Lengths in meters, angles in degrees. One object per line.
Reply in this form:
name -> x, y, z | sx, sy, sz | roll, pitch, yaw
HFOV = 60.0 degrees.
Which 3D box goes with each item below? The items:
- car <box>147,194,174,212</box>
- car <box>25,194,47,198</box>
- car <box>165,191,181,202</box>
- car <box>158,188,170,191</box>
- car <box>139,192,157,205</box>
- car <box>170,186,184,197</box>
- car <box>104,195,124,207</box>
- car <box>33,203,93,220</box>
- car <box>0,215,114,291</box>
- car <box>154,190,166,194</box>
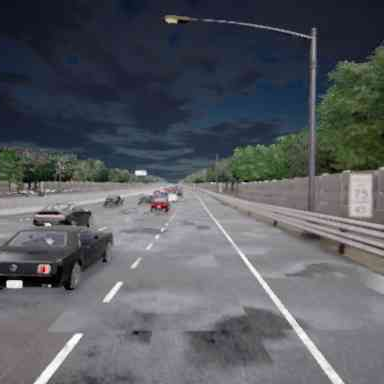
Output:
car -> -3.410, 1.340, 36.764 | 1.882, 1.535, 5.008 | 1, 0, 0
car -> -20.919, 1.052, 44.655 | 1.837, 1.490, 4.892 | 1, 0, 0
car -> -3.474, 1.036, 59.947 | 1.812, 1.442, 4.674 | 1, 1, 0
car -> -7.156, 0.385, 84.730 | 1.882, 1.535, 5.008 | 1, 1, -1
car -> -6.937, 1.144, 51.132 | 1.837, 1.490, 4.892 | 1, 1, 0
car -> -3.622, 0.253, 81.567 | 2.150, 2.045, 5.566 | 1, 1, -1
car -> -10.419, 1.189, 44.722 | 1.837, 1.490, 4.892 | 1, 1, 0
car -> -6.935, 1.358, 18.347 | 2.128, 1.511, 4.902 | 1, 0, 0
car -> -3.476, 1.535, 8.788 | 1.895, 1.301, 4.718 | 1, 0, 0
car -> -7.019, 0.882, 67.948 | 1.895, 1.301, 4.718 | 1, 1, 0
